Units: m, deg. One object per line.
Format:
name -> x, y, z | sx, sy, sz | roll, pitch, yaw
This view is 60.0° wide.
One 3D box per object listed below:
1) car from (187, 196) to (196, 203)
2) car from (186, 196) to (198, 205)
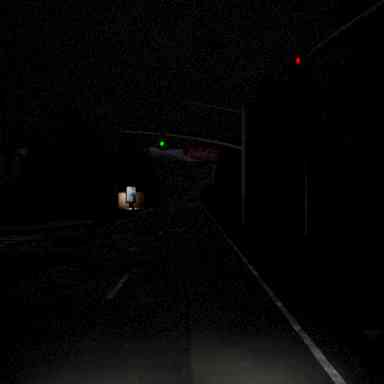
car -> -0.034, 1.556, 71.586 | 1.895, 1.301, 4.718 | 0, 0, 0
car -> -0.029, 1.529, 61.172 | 1.837, 1.490, 4.892 | 0, 0, 0
